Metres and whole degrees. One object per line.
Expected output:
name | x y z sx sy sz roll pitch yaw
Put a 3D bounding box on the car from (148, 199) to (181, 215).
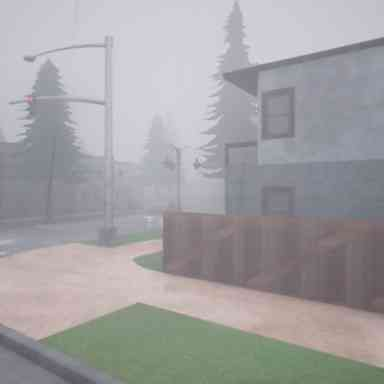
car | -2.557 1.438 32.052 1.812 1.442 4.674 0 0 20
